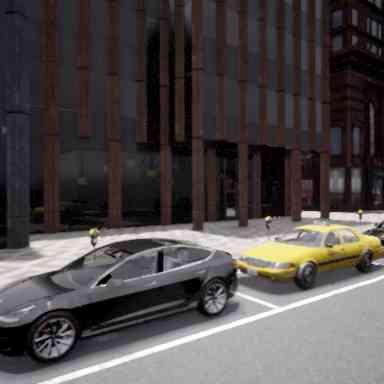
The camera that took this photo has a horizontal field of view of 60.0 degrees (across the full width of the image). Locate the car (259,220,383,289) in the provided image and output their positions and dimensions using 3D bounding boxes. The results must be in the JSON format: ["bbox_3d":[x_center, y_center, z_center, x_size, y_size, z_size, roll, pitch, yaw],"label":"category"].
[{"bbox_3d":[3.355,1.492,9.039,4.829,1.417,1.752,0,0,-35],"label":"car"}]

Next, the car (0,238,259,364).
[{"bbox_3d":[-1.096,1.556,5.866,4.313,1.339,1.947,0,0,-35],"label":"car"}]
